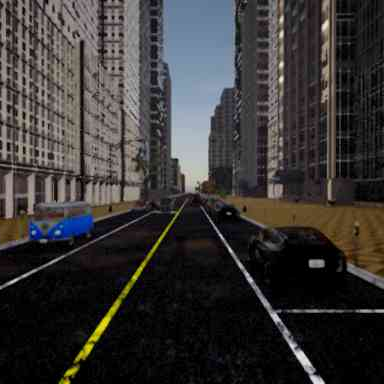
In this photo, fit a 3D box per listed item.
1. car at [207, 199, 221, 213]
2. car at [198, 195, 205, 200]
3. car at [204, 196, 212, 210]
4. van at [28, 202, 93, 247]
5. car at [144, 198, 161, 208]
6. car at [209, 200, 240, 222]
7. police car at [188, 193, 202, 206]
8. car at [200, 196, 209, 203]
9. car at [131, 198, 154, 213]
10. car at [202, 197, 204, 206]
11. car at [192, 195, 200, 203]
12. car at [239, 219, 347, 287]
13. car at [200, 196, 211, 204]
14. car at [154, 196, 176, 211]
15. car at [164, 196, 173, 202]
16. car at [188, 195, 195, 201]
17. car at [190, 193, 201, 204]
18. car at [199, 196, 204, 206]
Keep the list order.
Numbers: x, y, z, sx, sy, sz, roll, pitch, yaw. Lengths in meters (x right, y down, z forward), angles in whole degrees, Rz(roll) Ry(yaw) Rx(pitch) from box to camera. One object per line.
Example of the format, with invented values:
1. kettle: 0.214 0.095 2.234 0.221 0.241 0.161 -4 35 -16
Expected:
1. car: 2.663 1.617 31.799 1.802 1.307 4.206 -1 0 0
2. car: 2.627 1.632 93.870 1.887 1.381 4.507 -1 0 0
3. car: 2.659 1.481 37.442 1.967 1.590 4.097 -1 0 0
4. van: -5.711 1.357 14.872 1.690 1.788 3.998 -1 0 0
5. car: -5.728 1.616 48.720 1.947 1.339 4.313 -1 0 0
6. car: 2.667 1.596 26.156 1.947 1.339 4.313 -1 0 0
7. police car: 0.573 1.483 55.697 1.930 1.638 5.238 0 0 -5
8. car: 2.640 1.596 71.468 1.752 1.417 4.829 -1 0 0
9. car: -5.720 1.621 37.438 1.802 1.307 4.206 -1 0 0
10. car: 2.656 1.612 43.084 1.947 1.339 4.313 -1 0 0
11. car: 0.858 1.527 71.820 1.801 1.575 5.366 0 0 0
12. car: 2.676 1.578 9.228 1.947 1.339 4.313 -1 0 0
13. car: 2.643 1.611 65.655 1.887 1.381 4.507 -1 0 0
14. car: -3.110 1.393 40.606 2.097 1.767 4.553 0 0 0
15. car: -5.747 1.629 82.568 2.008 1.369 4.403 -1 0 0
16. car: -0.052 1.524 88.981 1.882 1.535 5.008 0 0 0
17. car: 0.626 1.281 65.651 2.150 2.045 5.566 -1 0 0
18. car: 2.650 1.623 54.370 1.947 1.339 4.313 -1 0 0
